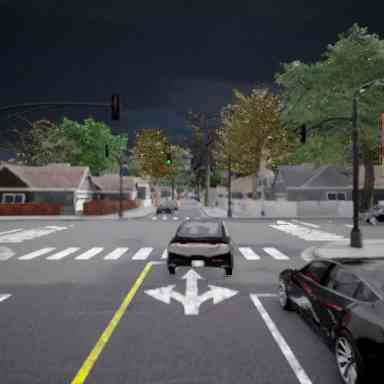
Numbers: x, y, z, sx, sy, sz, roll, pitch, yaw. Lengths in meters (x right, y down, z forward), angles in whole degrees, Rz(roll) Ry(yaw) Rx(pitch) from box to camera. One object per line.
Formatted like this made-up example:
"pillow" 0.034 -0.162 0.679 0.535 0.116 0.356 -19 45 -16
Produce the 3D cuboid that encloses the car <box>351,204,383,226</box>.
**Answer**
"car" 14.507 1.668 24.833 4.902 1.511 2.128 0 -1 -2

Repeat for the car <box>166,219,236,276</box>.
"car" 0.385 1.609 10.785 2.128 1.511 4.902 0 -1 6

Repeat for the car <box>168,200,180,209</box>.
"car" -3.167 2.173 60.486 1.882 1.535 5.008 0 -1 0

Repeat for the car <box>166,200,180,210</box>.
"car" -3.175 1.916 49.548 2.097 1.767 4.553 0 -1 0

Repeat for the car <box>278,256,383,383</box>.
"car" 2.632 1.623 5.093 1.947 1.339 4.313 0 -1 0

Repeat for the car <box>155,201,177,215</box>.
"car" -3.167 2.047 39.575 1.895 1.301 4.718 0 -1 1
